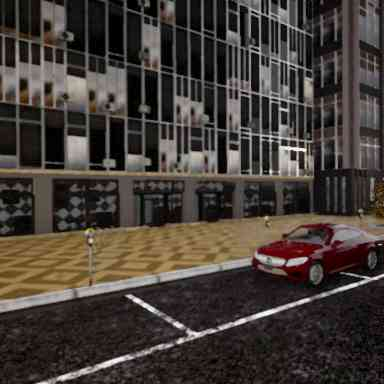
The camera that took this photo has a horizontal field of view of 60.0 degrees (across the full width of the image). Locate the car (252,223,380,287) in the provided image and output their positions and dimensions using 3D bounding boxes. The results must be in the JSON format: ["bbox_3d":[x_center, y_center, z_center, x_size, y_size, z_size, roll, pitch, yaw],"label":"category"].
[{"bbox_3d":[3.508,1.522,9.065,4.206,1.307,1.802,-1,0,-36],"label":"car"}]
